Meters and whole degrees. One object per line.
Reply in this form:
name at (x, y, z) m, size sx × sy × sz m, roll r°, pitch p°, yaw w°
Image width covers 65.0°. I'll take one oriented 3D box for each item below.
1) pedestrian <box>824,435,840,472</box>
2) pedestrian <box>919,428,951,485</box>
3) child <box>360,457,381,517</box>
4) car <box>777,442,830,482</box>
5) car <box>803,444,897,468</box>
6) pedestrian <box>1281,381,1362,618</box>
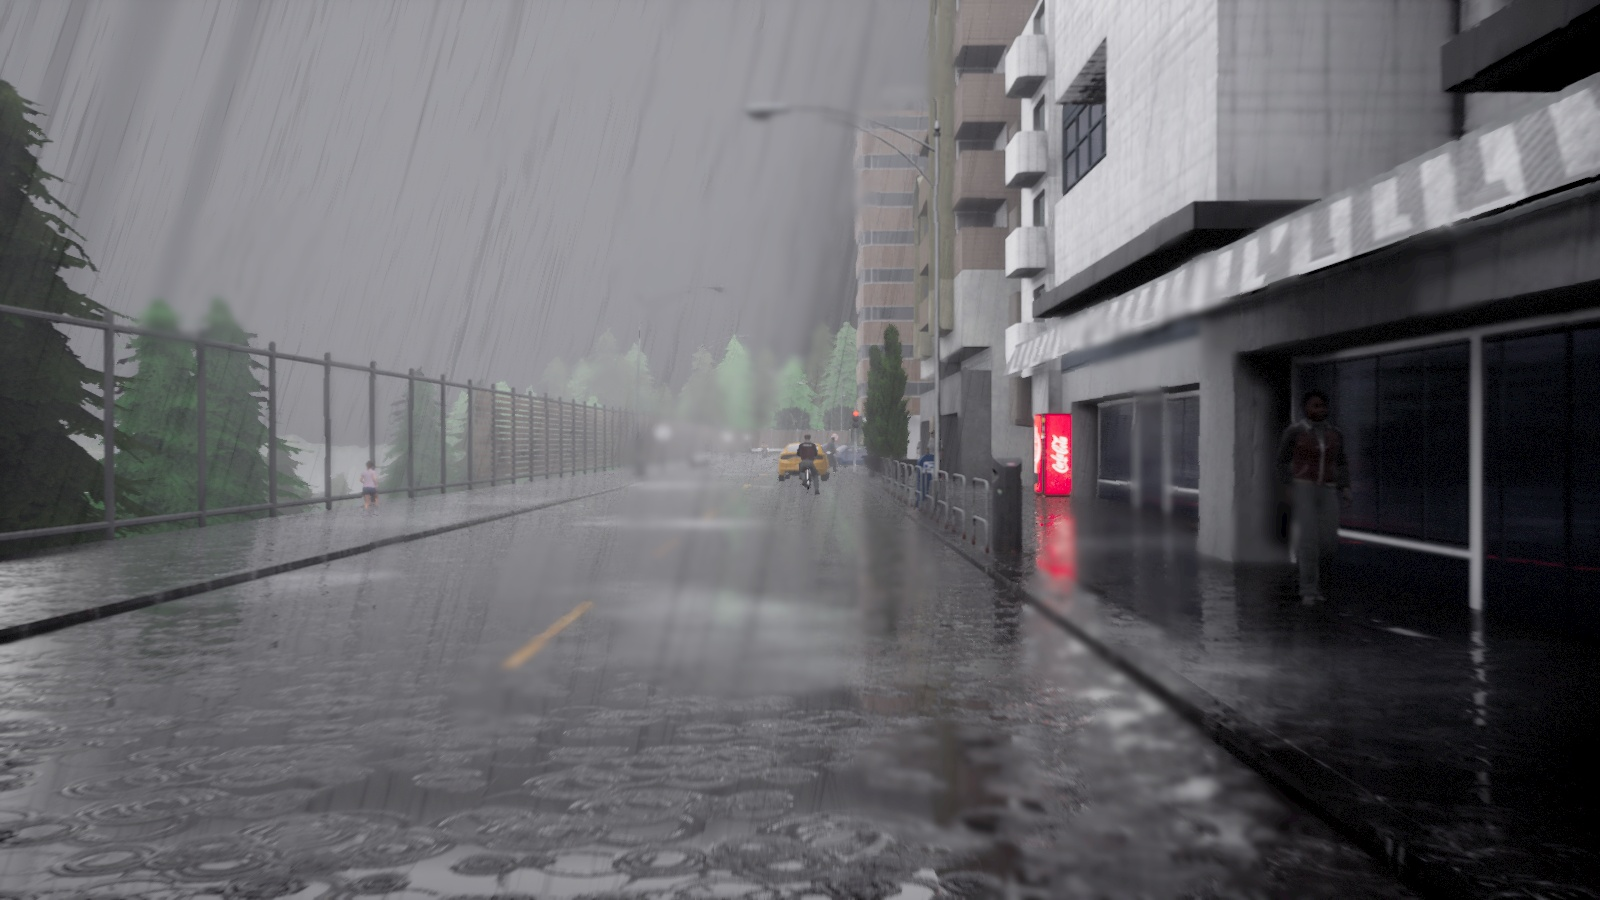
pedestrian at (1.600, 0.173, 62.993) m, size 0.694 × 1.848 × 0.540 m, roll 0°, pitch 0°, yaw -18°
pedestrian at (4.625, 0.214, 43.116) m, size 0.873 × 1.952 × 0.659 m, roll 0°, pitch 0°, yaw -30°
child at (-8.107, 0.696, 23.682) m, size 0.255 × 1.110 × 0.394 m, roll 0°, pitch 0°, yaw 1°
car at (0.191, 0.441, 50.314) m, size 1.882 × 1.535 × 5.008 m, roll 0°, pitch 0°, yaw 3°
car at (3.031, 0.369, 75.783) m, size 5.357 × 1.411 × 2.033 m, roll 0°, pitch 0°, yaw -25°
pedestrian at (4.363, 0.400, 10.538) m, size 0.402 × 1.930 × 0.666 m, roll 0°, pitch 0°, yaw 0°
